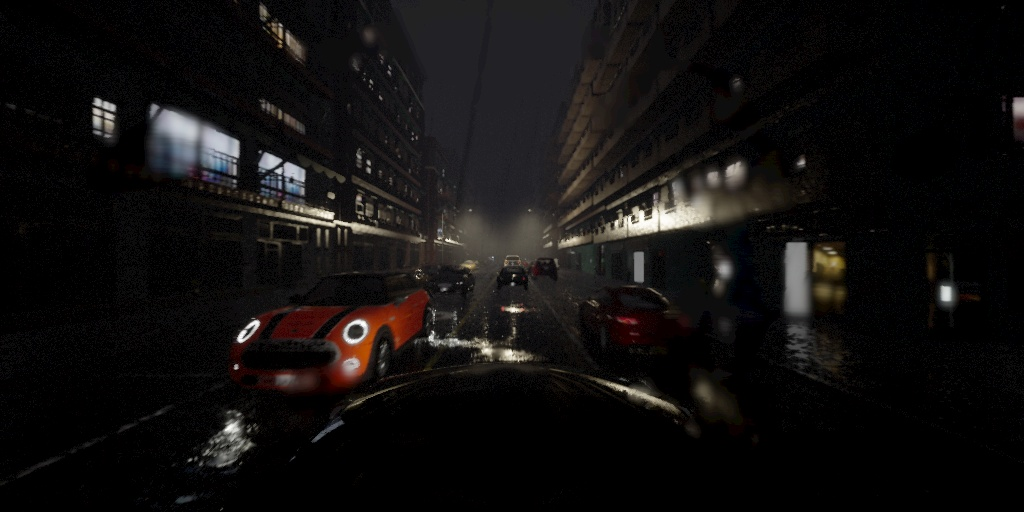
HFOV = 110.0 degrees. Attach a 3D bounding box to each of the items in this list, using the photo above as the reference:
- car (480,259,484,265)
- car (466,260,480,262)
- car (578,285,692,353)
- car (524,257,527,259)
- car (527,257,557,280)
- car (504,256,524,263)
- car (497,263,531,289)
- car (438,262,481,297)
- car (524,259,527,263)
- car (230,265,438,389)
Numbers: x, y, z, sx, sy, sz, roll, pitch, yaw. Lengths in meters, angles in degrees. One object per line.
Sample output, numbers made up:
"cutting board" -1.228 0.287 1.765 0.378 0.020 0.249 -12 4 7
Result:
"car" -5.695 1.300 52.758 2.007 1.370 4.403 0 0 0
"car" -5.694 1.274 47.064 1.751 1.417 4.829 0 0 0
"car" 2.691 1.331 8.558 1.802 1.307 4.207 0 0 0
"car" 2.685 1.191 58.269 1.967 1.591 4.097 0 0 0
"car" 2.689 1.063 30.653 2.192 1.841 5.009 0 0 0
"car" 0.094 0.969 46.670 2.150 2.045 5.566 0 0 0
"car" 0.047 1.349 23.060 1.895 1.301 4.718 0 0 0
"car" -3.042 1.240 18.683 2.128 1.511 4.902 0 0 1
"car" 2.687 1.314 41.698 1.948 1.339 4.313 0 0 0
"car" -3.057 1.101 7.123 2.097 1.767 4.553 0 0 0
